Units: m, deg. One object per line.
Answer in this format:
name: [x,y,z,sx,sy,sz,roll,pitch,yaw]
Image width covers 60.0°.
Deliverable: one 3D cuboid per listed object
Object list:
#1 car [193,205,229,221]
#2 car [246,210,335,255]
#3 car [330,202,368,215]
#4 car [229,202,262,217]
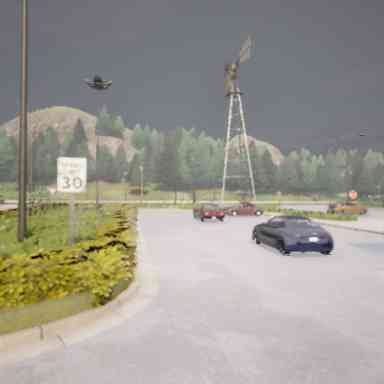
car: [1.348,1.764,28.442,1.895,1.301,4.718,0,0,-10]
car: [4.021,1.669,13.858,1.994,1.385,4.181,0,0,-10]
car: [17.707,1.843,37.724,4.193,1.474,1.816,0,0,-10]
car: [5.271,1.745,34.220,3.905,1.438,1.784,0,0,-10]
